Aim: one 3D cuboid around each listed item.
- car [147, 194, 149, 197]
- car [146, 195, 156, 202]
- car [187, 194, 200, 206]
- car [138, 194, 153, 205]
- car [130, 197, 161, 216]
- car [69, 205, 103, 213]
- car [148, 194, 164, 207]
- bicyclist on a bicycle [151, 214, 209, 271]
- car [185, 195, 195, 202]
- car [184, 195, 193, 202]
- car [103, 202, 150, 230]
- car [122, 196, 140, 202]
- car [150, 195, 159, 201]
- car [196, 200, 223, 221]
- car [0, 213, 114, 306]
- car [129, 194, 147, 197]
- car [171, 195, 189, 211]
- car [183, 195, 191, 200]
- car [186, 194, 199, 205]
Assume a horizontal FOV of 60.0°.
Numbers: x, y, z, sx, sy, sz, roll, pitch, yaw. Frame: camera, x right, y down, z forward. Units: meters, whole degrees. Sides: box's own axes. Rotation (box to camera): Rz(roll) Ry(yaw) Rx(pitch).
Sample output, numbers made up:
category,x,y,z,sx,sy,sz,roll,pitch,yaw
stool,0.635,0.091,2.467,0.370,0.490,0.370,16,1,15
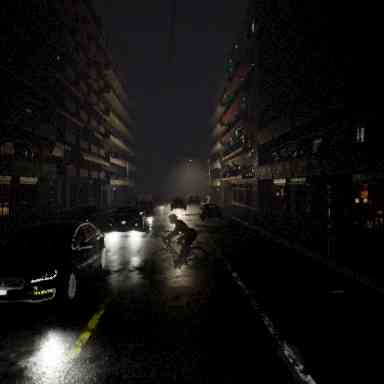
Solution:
category,x,y,z,sx,sy,sz,roll,pitch,yaw
car,-8.088,1.500,54.850,1.887,1.381,4.507,-1,0,-3
car,-8.843,1.477,71.826,1.887,1.381,4.507,-1,0,-3
car,0.244,1.271,55.279,2.192,1.841,5.009,-1,0,-3
car,-8.344,1.264,60.507,2.192,1.841,5.009,-1,0,-3
car,-4.443,1.525,32.382,2.033,1.411,5.357,0,0,-2
car,-6.578,1.532,20.896,1.887,1.381,4.507,-1,0,-3
car,-5.318,1.465,51.264,1.837,1.490,4.892,0,0,-2
bicyclist on a bicycle,-0.355,1.449,9.431,1.656,1.620,0.582,-2,0,-2
car,-0.507,1.478,72.257,1.887,1.381,4.507,-1,0,-3
car,-0.753,1.490,77.916,1.947,1.339,4.313,-1,0,-3
car,-3.961,1.552,20.847,1.994,1.385,4.181,0,0,-2
car,-7.326,1.498,37.702,1.752,1.417,4.829,-1,0,-3
car,-9.347,1.480,83.146,1.947,1.339,4.313,-1,0,-3
car,1.507,1.565,26.987,1.802,1.307,4.206,-1,0,-3
car,-3.406,1.502,8.193,1.837,1.490,4.892,0,0,-3
car,-7.589,1.283,43.531,2.192,1.841,5.009,-1,0,-3
car,-1.651,1.496,40.878,1.812,1.442,4.674,0,0,-3
car,-1.479,1.461,94.893,1.947,1.339,4.313,-1,0,-3
car,-0.008,1.264,60.939,2.192,1.841,5.009,-1,0,-3
